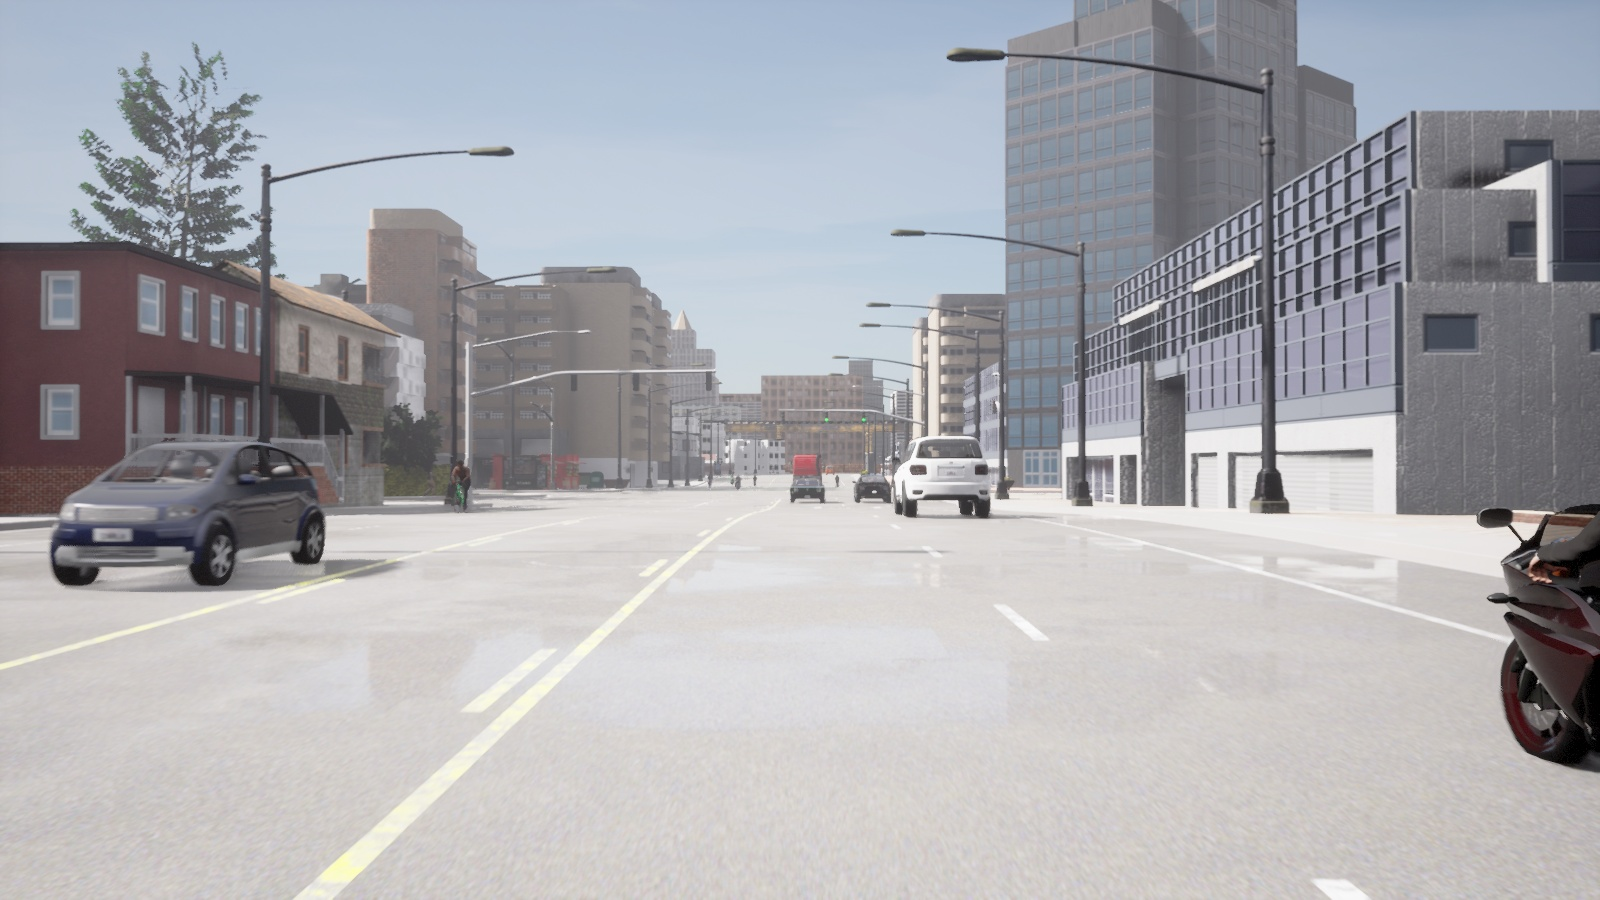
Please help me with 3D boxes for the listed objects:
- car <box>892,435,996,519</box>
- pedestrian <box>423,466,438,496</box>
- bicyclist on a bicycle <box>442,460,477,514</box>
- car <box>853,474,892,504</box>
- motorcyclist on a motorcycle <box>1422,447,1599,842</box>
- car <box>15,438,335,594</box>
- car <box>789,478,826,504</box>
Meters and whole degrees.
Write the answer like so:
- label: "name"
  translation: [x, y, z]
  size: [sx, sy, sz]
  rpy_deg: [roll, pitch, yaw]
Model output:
- label: "car"
  translation: [3.706, 0.738, 33.334]
  size: [2.150, 2.045, 5.566]
  rpy_deg: [0, -2, 0]
- label: "pedestrian"
  translation: [-22.491, 1.879, 76.448]
  size: [0.694, 1.848, 0.540]
  rpy_deg: [1, -1, -42]
- label: "bicyclist on a bicycle"
  translation: [-10.267, 1.120, 37.907]
  size: [0.582, 1.620, 1.656]
  rpy_deg: [0, -2, 0]
- label: "car"
  translation: [3.907, 2.082, 68.179]
  size: [1.882, 1.535, 5.008]
  rpy_deg: [0, -1, 0]
- label: "motorcyclist on a motorcycle"
  translation: [3.546, 0.756, 5.191]
  size: [0.866, 1.530, 2.191]
  rpy_deg: [0, 0, 0]
- label: "car"
  translation: [-6.903, 0.662, 14.337]
  size: [1.789, 1.549, 3.705]
  rpy_deg: [0, 0, 0]
- label: "car"
  translation: [0.402, 2.193, 67.720]
  size: [1.895, 1.301, 4.718]
  rpy_deg: [0, -1, 0]
